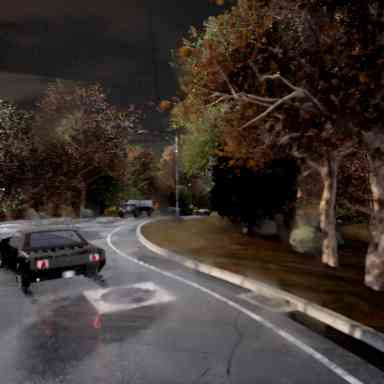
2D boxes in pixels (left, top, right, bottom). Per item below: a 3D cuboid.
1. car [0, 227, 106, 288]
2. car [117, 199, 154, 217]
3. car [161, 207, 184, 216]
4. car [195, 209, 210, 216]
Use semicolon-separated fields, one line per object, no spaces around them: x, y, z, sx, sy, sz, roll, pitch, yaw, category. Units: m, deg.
-4.299;1.672;9.606;1.895;1.301;4.718;0;0;-38;car
-6.269;1.789;37.881;2.150;2.045;5.566;-1;-3;20;car
-2.828;2.815;47.972;1.895;1.301;4.718;-1;-4;19;car
1.976;3.895;61.898;1.882;1.535;5.008;-1;-5;19;car
